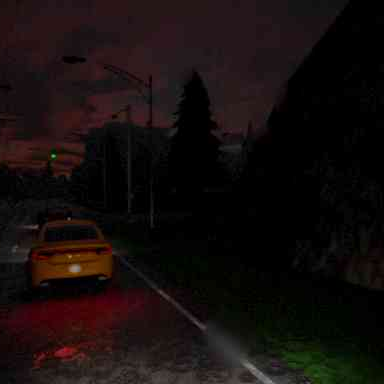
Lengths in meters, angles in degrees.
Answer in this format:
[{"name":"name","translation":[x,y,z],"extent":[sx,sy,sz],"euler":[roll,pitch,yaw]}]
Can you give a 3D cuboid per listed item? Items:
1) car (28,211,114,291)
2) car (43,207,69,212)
[{"name":"car","translation":[-3.458,1.516,9.402],"extent":[1.882,1.535,5.008],"euler":[-1,0,-23]},{"name":"car","translation":[-8.312,1.616,20.342],"extent":[1.812,1.442,4.674],"euler":[0,0,-27]}]
